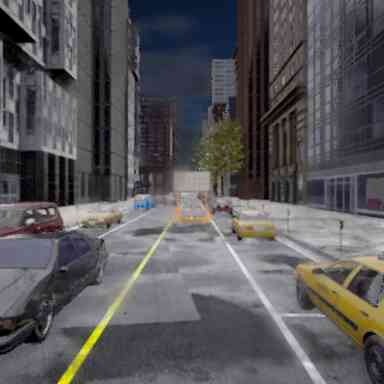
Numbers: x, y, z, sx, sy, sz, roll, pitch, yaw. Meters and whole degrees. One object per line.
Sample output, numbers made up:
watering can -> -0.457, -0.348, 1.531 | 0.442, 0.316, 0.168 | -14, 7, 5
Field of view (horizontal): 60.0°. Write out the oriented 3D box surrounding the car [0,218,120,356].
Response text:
car -> -3.100, 1.525, 6.640 | 2.033, 1.411, 5.357 | 0, 0, 0

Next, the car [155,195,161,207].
car -> -5.679, 1.417, 44.230 | 1.947, 1.339, 4.313 | 0, 0, 0

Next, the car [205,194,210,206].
car -> 2.848, 1.305, 38.577 | 1.967, 1.590, 4.097 | 0, 0, 0

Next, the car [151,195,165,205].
car -> -5.683, 1.272, 55.508 | 1.967, 1.590, 4.097 | 0, 0, 0

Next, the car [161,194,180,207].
car -> -3.090, 1.369, 48.520 | 1.812, 1.442, 4.674 | 0, 0, 0

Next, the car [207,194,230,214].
car -> 2.850, 1.321, 32.939 | 1.967, 1.590, 4.097 | 0, 0, 0

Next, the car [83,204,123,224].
car -> -5.673, 1.447, 21.466 | 1.752, 1.417, 4.829 | 0, 0, 1

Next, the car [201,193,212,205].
car -> 2.844, 1.156, 49.857 | 2.192, 1.841, 5.009 | 0, 0, 0

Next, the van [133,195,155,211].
van -> -5.676, 1.206, 38.590 | 1.690, 1.788, 3.998 | 0, 0, 0

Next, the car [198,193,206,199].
car -> 2.829, 1.117, 94.973 | 2.192, 1.841, 5.009 | 0, 0, 0

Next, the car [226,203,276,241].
car -> 2.862, 1.466, 16.223 | 1.752, 1.417, 4.829 | 0, 0, 1

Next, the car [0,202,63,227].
car -> -5.669, 1.279, 10.398 | 2.192, 1.841, 5.009 | 0, 0, 0

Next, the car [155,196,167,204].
car -> -5.685, 1.369, 61.147 | 1.887, 1.381, 4.507 | 0, 0, 0

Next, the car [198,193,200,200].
car -> 2.839, 1.256, 66.775 | 1.967, 1.590, 4.097 | 0, 0, 0

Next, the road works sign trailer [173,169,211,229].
road works sign trailer -> -0.005, 0.388, 20.876 | 2.380, 3.560, 2.880 | 0, 0, 0

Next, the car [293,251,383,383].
car -> 2.859, 1.509, 4.910 | 1.752, 1.417, 4.829 | 0, 0, 0
